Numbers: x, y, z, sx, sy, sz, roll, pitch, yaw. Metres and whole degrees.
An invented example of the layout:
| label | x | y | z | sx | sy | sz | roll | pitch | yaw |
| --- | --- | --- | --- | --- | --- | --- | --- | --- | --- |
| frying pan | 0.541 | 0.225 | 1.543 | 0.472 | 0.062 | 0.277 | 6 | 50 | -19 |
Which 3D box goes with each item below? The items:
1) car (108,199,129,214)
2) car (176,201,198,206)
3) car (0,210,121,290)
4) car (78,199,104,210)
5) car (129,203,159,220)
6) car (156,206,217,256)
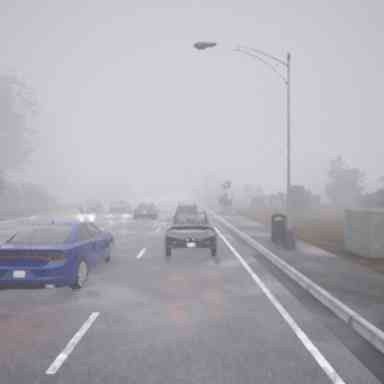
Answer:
| label | x | y | z | sx | sy | sz | roll | pitch | yaw |
| --- | --- | --- | --- | --- | --- | --- | --- | --- | --- |
| car | -7.821 | 1.570 | 36.265 | 1.837 | 1.490 | 4.892 | 0 | 0 | -2 |
| car | -0.464 | 1.527 | 30.326 | 1.882 | 1.535 | 5.008 | 0 | 0 | -2 |
| car | -3.509 | 1.495 | 9.189 | 1.882 | 1.535 | 5.008 | 0 | 0 | -1 |
| car | -11.358 | 1.560 | 37.627 | 2.128 | 1.511 | 4.902 | 0 | 0 | -2 |
| car | -3.935 | 1.614 | 29.151 | 1.994 | 1.385 | 4.181 | 0 | 0 | -1 |
| car | -0.065 | 1.513 | 13.282 | 2.128 | 1.511 | 4.902 | 0 | 0 | -1 |
